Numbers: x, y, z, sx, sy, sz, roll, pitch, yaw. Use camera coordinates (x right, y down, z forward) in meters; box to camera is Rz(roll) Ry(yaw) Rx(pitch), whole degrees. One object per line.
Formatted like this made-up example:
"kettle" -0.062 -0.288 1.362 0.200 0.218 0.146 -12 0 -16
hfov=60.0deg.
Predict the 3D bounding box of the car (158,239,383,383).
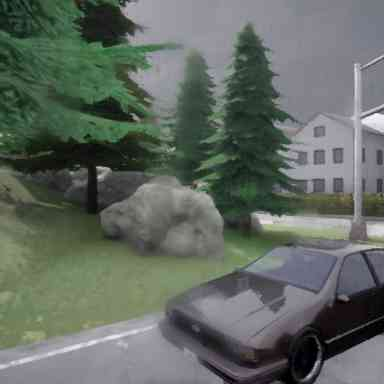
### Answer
"car" 2.162 1.548 5.473 5.357 1.411 2.033 0 0 -35
